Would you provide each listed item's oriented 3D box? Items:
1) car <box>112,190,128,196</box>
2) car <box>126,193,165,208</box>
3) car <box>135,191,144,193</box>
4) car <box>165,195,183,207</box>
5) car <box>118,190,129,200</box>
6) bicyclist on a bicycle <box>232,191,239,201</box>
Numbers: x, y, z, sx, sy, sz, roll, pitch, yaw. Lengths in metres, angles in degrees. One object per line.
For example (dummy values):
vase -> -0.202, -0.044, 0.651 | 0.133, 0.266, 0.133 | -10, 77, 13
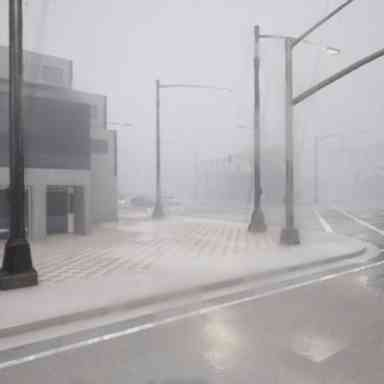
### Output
car -> -17.798, 0.302, 82.285 | 2.128, 1.511, 4.902 | -1, -1, -36
car -> -5.933, 1.200, 41.899 | 2.033, 1.411, 5.357 | -1, 1, -36
car -> -11.921, 0.463, 74.178 | 1.994, 1.385, 4.181 | -1, 0, -36
car -> -3.064, 1.152, 43.909 | 1.812, 1.442, 4.674 | -1, 1, -36
car -> -13.279, 0.744, 58.045 | 1.994, 1.385, 4.181 | -1, 2, -36
bicyclist on a bicycle -> 7.548, 0.703, 57.355 | 1.656, 1.620, 0.582 | -1, 2, -36
